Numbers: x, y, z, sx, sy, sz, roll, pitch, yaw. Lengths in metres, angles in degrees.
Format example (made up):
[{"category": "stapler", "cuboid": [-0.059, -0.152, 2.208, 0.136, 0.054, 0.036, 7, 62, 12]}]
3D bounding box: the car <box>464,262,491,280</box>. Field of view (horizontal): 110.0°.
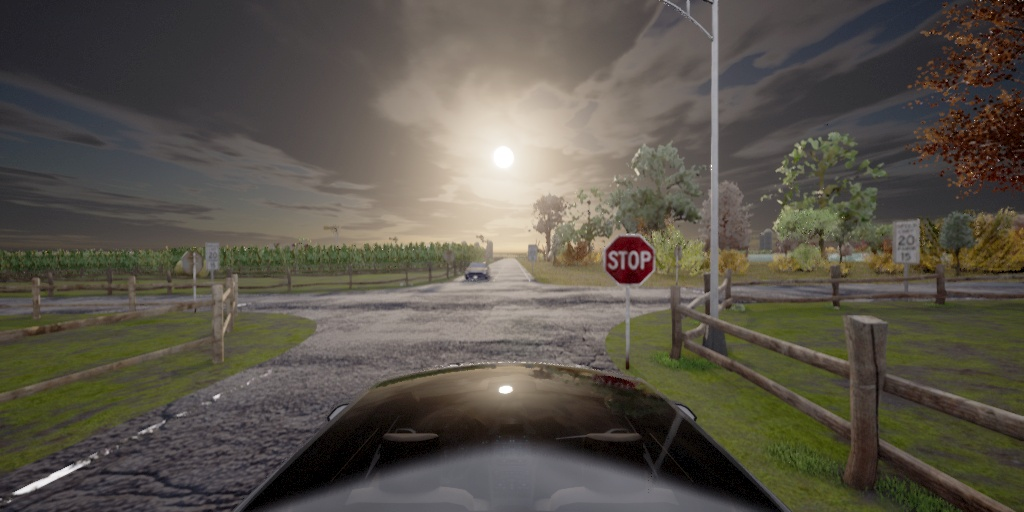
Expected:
[{"category": "car", "cuboid": [-2.751, 1.195, 29.667, 2.033, 1.411, 5.357, 0, 0, 0]}]
